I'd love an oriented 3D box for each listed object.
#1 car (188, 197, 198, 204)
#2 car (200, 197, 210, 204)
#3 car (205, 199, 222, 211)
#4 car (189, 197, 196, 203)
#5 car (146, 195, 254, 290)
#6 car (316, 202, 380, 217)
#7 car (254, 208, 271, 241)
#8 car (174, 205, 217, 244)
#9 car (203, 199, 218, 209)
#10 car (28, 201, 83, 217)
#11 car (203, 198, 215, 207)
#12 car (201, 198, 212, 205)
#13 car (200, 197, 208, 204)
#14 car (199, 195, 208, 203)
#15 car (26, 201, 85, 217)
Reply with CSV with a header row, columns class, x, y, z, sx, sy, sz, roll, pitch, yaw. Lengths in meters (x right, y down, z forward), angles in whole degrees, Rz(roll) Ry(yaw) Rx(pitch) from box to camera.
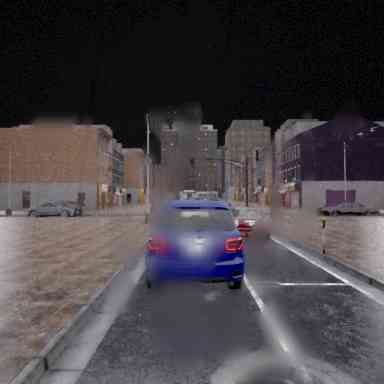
class,x,y,z,sx,sy,sz,roll,pitch,yaw
car,0.135,1.851,71.753,2.128,1.511,4.902,0,-1,0
car,2.750,1.857,70.932,1.752,1.417,4.829,1,-1,0
car,2.714,1.683,43.576,1.947,1.339,4.313,1,0,0
car,0.114,1.969,84.401,1.837,1.490,4.892,0,-1,0
car,0.053,1.230,9.235,2.150,2.045,5.566,0,0,-1
car,14.756,1.620,31.606,5.357,1.411,2.033,0,-2,3
car,2.683,1.462,16.829,1.967,1.590,4.097,2,0,0
car,0.118,1.499,17.015,1.882,1.535,5.008,0,0,-1
car,2.720,1.717,49.012,1.947,1.339,4.313,1,0,0
car,-11.934,1.590,28.895,4.181,1.385,1.994,0,-2,0
car,2.729,1.715,54.619,1.752,1.417,4.829,1,0,0
car,2.742,1.845,65.324,1.947,1.339,4.313,1,-1,0
car,2.758,1.910,76.369,1.752,1.417,4.829,1,-1,0
car,2.769,1.754,81.640,2.192,1.841,5.009,1,-1,0
car,-12.948,1.633,31.855,4.892,1.490,1.837,0,-2,0
